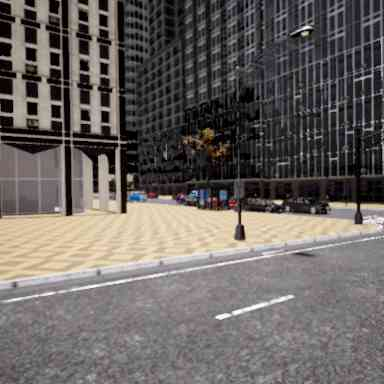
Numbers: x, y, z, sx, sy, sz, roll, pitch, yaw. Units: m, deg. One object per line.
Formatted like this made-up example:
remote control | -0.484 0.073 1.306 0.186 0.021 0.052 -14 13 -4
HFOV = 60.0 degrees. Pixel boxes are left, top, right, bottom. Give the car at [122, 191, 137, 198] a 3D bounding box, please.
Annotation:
car | -14.925 0.549 79.472 1.967 1.590 4.097 -1 1 -34

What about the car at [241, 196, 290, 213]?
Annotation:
car | 6.942 1.327 32.457 1.947 1.339 4.313 -1 1 -34

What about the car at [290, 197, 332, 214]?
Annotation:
car | 10.800 1.237 31.621 1.837 1.490 4.892 -1 1 -34

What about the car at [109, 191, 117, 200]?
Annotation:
car | -15.420 0.938 65.363 2.008 1.369 4.403 -1 1 -34

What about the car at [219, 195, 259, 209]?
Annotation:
car | 5.480 1.151 39.396 1.837 1.490 4.892 -1 1 -34

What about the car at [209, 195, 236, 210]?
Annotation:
car | 3.746 1.290 37.160 1.802 1.307 4.206 -1 1 -34

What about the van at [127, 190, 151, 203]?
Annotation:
van | -9.001 0.836 55.979 1.690 1.788 3.998 -1 1 -34

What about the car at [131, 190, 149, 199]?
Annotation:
car | -11.715 0.479 74.780 2.192 1.841 5.009 -1 1 -34

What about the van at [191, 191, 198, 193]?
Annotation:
van | 1.124 0.721 56.019 1.690 1.788 3.998 -1 1 -34

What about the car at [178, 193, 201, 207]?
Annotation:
car | 0.584 1.221 41.882 1.947 1.339 4.313 -1 1 -34

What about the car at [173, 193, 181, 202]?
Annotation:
car | -0.325 1.152 47.896 1.895 1.301 4.718 -1 1 -34

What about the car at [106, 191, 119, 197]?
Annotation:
car | -21.344 0.550 88.854 2.008 1.369 4.403 -1 1 -34

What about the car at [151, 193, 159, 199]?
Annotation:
car | -8.504 0.800 70.094 1.802 1.307 4.206 -1 1 -34
